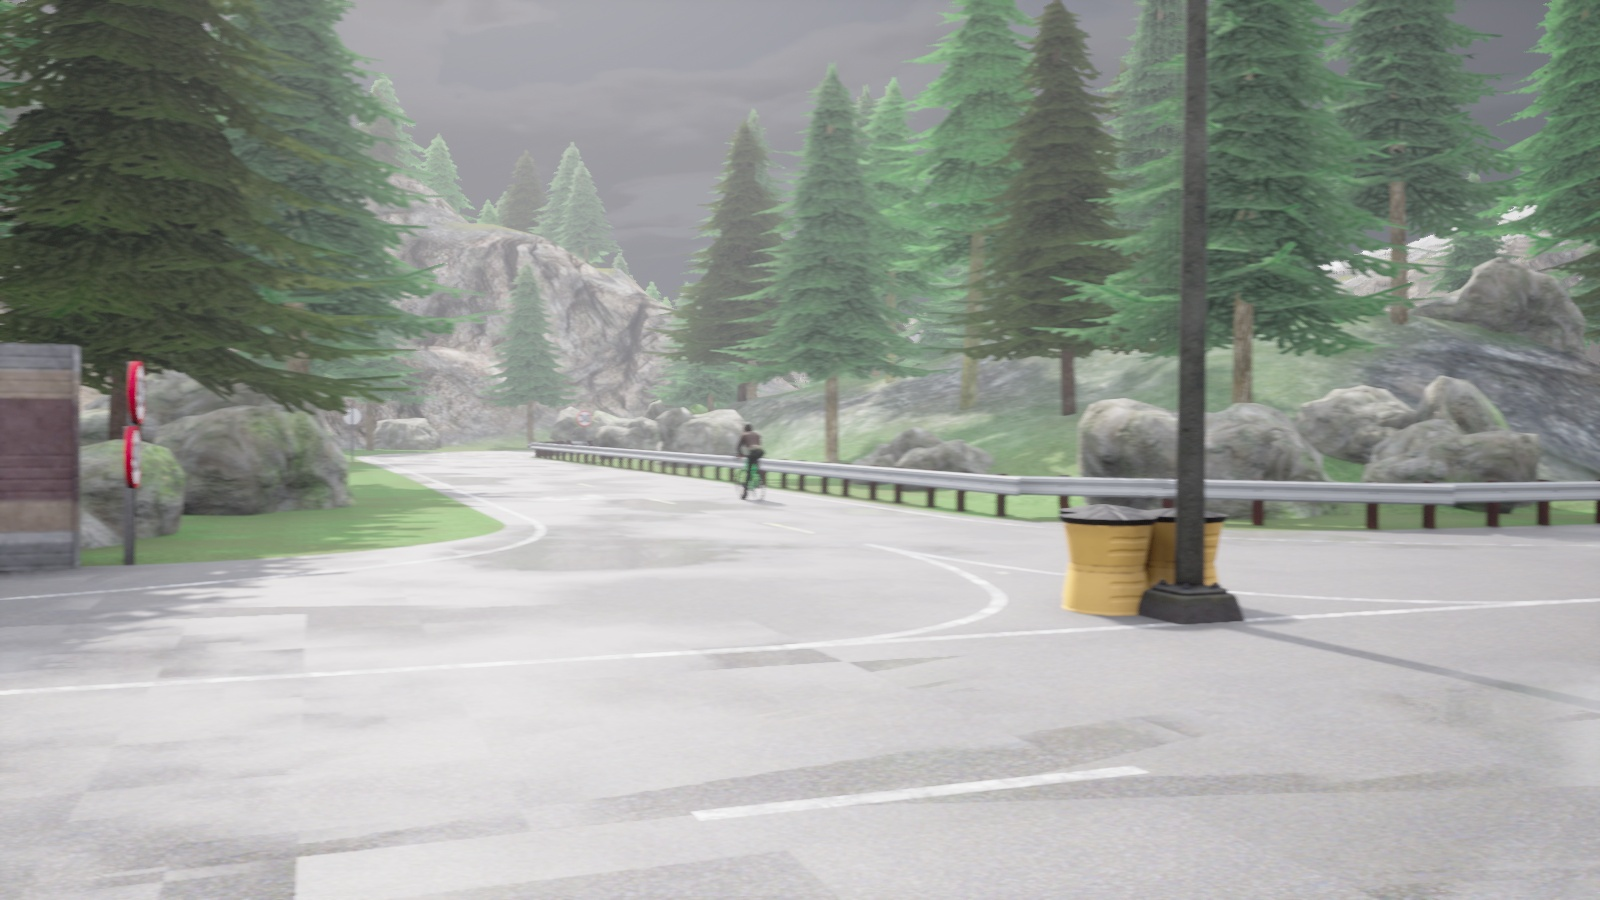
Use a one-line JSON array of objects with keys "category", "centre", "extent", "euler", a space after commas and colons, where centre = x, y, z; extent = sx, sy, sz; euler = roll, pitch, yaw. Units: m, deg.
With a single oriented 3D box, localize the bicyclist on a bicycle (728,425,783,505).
[{"category": "bicyclist on a bicycle", "centre": [-0.944, 0.298, 26.319], "extent": [0.582, 1.620, 1.656], "euler": [-1, 1, -22]}]
